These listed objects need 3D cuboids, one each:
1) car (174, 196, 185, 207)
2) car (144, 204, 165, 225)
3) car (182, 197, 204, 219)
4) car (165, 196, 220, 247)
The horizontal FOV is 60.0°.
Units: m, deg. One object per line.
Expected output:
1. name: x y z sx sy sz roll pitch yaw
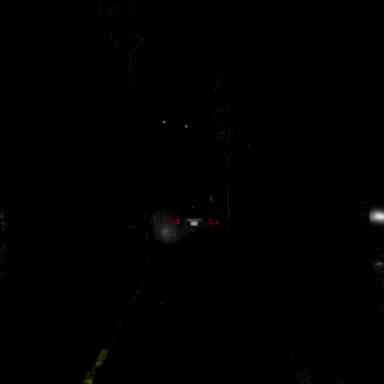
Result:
1. car: -2.524 1.907 68.853 2.150 2.045 5.566 0 -1 0
2. car: -2.609 1.765 26.560 1.837 1.490 4.892 0 -1 0
3. car: 0.088 1.559 34.180 2.150 2.045 5.566 0 -1 0
4. car: 0.092 1.376 15.934 2.150 2.045 5.566 0 -1 0
